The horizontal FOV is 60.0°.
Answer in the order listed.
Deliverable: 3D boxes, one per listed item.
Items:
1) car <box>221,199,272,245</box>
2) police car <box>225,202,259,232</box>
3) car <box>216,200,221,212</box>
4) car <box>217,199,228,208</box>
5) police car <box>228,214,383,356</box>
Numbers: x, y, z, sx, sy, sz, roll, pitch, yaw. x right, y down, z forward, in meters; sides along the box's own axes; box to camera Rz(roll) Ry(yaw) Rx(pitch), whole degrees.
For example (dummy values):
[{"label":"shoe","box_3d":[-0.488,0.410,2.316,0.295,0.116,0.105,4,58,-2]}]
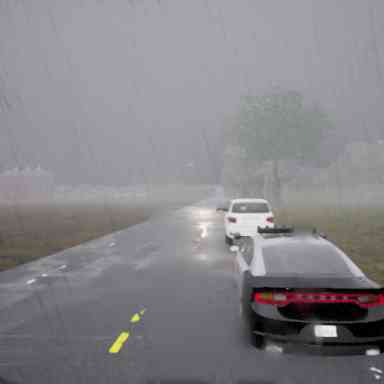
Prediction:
[{"label":"car","box_3d":[2.690,1.349,16.407,2.150,2.045,5.566,-1,-1,5]},{"label":"police car","box_3d":[3.231,1.598,22.463,1.930,1.638,5.238,-1,-1,5]},{"label":"car","box_3d":[4.162,1.881,44.278,2.033,1.411,5.357,-1,0,6]},{"label":"car","box_3d":[5.433,2.018,59.028,1.895,1.301,4.718,-1,0,5]},{"label":"police car","box_3d":[1.813,1.467,6.524,1.930,1.638,5.238,-1,-1,5]}]
